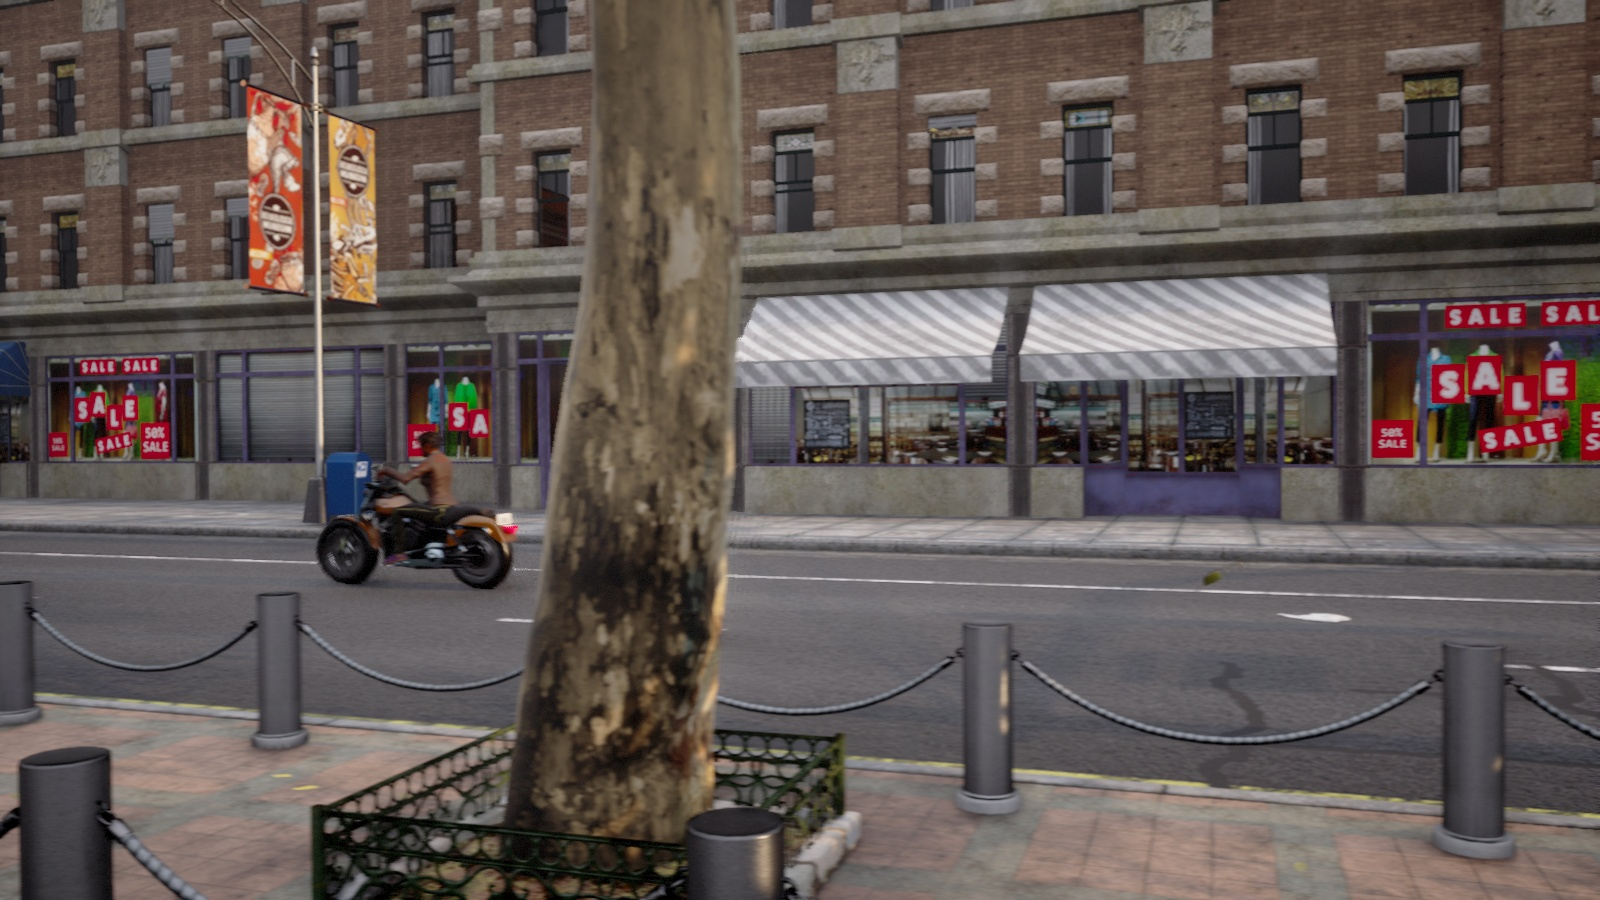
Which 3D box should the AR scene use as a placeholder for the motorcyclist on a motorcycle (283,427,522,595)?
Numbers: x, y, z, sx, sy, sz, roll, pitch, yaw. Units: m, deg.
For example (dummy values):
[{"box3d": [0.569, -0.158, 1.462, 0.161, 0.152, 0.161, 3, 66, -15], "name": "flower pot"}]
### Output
[{"box3d": [-4.126, 0.592, 13.020, 2.350, 1.649, 0.766, 0, 1, 19], "name": "motorcyclist on a motorcycle"}]
